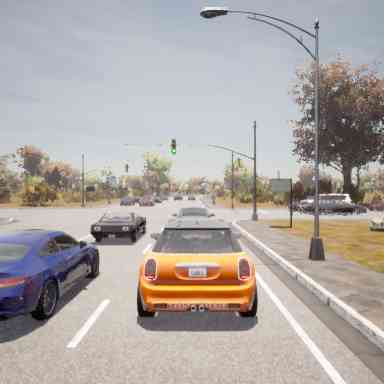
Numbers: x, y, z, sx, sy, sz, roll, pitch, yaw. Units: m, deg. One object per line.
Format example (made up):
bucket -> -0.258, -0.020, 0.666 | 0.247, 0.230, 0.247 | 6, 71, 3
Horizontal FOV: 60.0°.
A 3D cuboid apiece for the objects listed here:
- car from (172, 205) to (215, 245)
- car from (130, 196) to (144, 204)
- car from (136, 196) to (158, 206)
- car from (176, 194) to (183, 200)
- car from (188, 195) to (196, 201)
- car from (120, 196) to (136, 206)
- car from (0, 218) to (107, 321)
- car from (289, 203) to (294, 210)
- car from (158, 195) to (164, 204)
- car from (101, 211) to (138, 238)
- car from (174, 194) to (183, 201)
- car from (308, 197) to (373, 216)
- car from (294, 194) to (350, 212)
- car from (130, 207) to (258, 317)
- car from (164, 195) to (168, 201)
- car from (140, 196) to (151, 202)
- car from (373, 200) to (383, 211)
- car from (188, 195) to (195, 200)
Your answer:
car -> 0.079, 1.505, 16.672 | 1.837, 1.490, 4.892 | 0, 0, 0
car -> -10.612, 1.564, 64.888 | 1.994, 1.385, 4.181 | 0, 0, 1
car -> -7.135, 1.352, 52.894 | 2.097, 1.767, 4.553 | 0, 0, -1
car -> -3.571, 1.374, 95.005 | 1.812, 1.442, 4.674 | 0, 0, 1
car -> -0.099, 1.552, 84.730 | 1.994, 1.385, 4.181 | 0, 0, 0
car -> -10.654, 1.505, 55.155 | 1.837, 1.490, 4.892 | 0, 0, 0
car -> -3.409, 1.526, 7.165 | 1.812, 1.442, 4.674 | 0, 0, 0
car -> 14.037, 1.504, 39.631 | 4.892, 1.490, 1.837 | 0, 0, 3
car -> -7.116, 1.601, 65.540 | 1.895, 1.301, 4.718 | 0, 0, 0
car -> -3.420, 1.601, 16.433 | 1.895, 1.301, 4.718 | 0, 0, 0
car -> -3.599, 1.492, 84.597 | 1.837, 1.490, 4.892 | 0, 0, 0
car -> 14.335, 1.491, 32.441 | 4.902, 1.511, 2.128 | 0, 0, 4
car -> 14.422, 1.221, 36.103 | 5.566, 2.045, 2.150 | 0, 0, 3
car -> 0.091, 1.352, 7.629 | 2.097, 1.767, 4.553 | 0, 0, 0
car -> -7.099, 1.552, 82.809 | 1.994, 1.385, 4.181 | 0, 0, 0
car -> -10.593, 1.552, 76.173 | 1.994, 1.385, 4.181 | 0, 0, 0
car -> 22.927, 1.555, 39.159 | 4.181, 1.385, 1.994 | 0, 0, 3
car -> -0.073, 1.595, 94.768 | 1.895, 1.301, 4.718 | 0, 0, 1
